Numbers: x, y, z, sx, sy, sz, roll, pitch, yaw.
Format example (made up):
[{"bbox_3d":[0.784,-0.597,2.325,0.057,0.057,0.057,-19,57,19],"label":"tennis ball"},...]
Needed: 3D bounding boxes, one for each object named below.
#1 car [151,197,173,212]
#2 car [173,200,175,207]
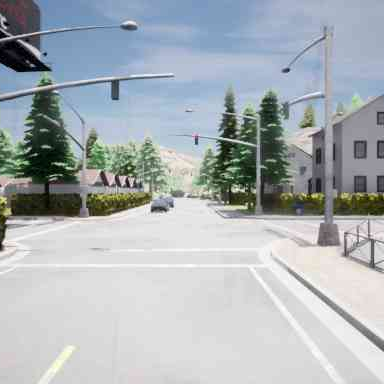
[{"bbox_3d":[-3.621,1.547,38.478,2.033,1.411,5.357,0,0,0],"label":"car"},{"bbox_3d":[-3.609,1.477,48.761,1.882,1.535,5.008,0,0,0],"label":"car"}]
